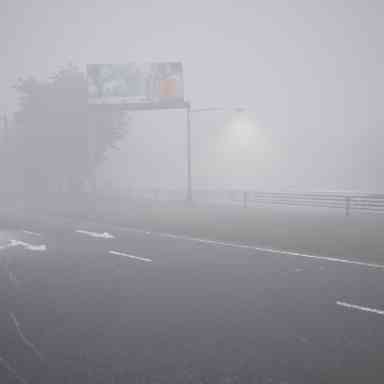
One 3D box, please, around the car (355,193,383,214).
[{"bbox_3d":[13.700,0.869,22.724,1.837,1.490,4.892,-2,2,-30],"label":"car"}]
